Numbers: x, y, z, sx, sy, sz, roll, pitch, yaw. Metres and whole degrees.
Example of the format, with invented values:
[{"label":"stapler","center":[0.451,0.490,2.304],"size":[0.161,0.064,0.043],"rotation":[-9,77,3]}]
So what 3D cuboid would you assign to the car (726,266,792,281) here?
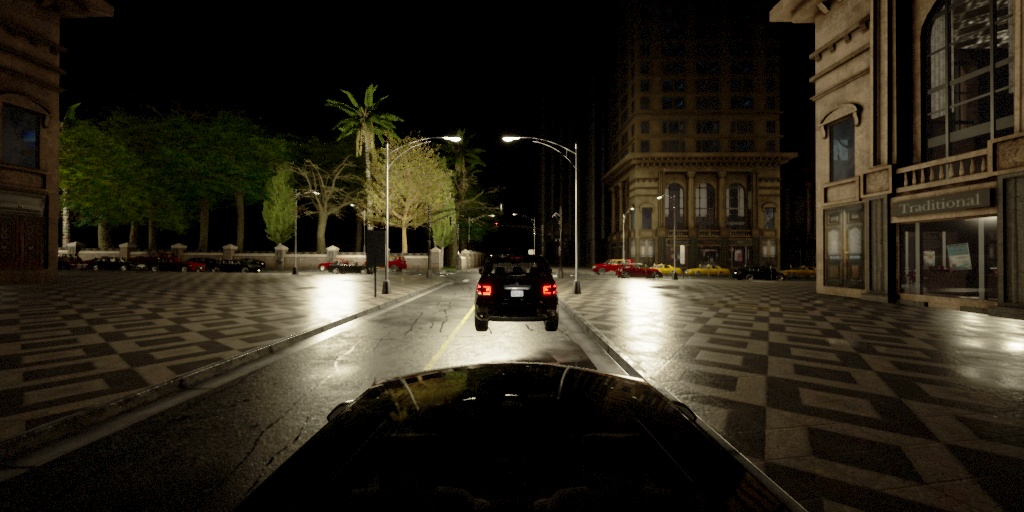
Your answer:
[{"label":"car","center":[22.976,1.658,33.505],"size":[4.313,1.339,1.948],"rotation":[0,0,0]}]

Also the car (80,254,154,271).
[{"label":"car","center":[-37.037,0.778,33.764],"size":[4.403,1.370,2.007],"rotation":[0,0,0]}]

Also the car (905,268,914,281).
[{"label":"car","center":[34.055,1.800,33.457],"size":[4.313,1.339,1.948],"rotation":[0,0,0]}]

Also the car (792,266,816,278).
[{"label":"car","center":[33.914,1.809,41.983],"size":[4.829,1.417,1.751],"rotation":[0,0,0]}]

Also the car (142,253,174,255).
[{"label":"car","center":[-42.535,0.504,42.313],"size":[5.009,1.841,2.192],"rotation":[0,0,0]}]

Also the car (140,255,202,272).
[{"label":"car","center":[-31.514,0.857,33.740],"size":[4.507,1.381,1.888],"rotation":[0,0,0]}]

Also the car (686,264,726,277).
[{"label":"car","center":[22.833,1.667,42.031],"size":[4.829,1.417,1.751],"rotation":[0,0,0]}]

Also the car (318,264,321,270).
[{"label":"car","center":[-20.440,1.073,42.218],"size":[4.507,1.381,1.888],"rotation":[0,0,0]}]

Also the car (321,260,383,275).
[{"label":"car","center":[-14.941,1.111,33.669],"size":[4.403,1.370,2.007],"rotation":[0,0,0]}]

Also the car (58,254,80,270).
[{"label":"car","center":[-42.561,0.722,33.788],"size":[4.207,1.307,1.802],"rotation":[0,0,0]}]

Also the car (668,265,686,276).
[{"label":"car","center":[17.293,1.593,42.055],"size":[4.829,1.417,1.751],"rotation":[0,0,0]}]

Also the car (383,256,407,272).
[{"label":"car","center":[-14.916,0.924,42.194],"size":[5.009,1.841,2.192],"rotation":[0,0,0]}]

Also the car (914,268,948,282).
[{"label":"car","center":[39.596,1.886,33.433],"size":[4.207,1.307,1.802],"rotation":[0,0,0]}]

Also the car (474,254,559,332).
[{"label":"car","center":[0.115,0.973,11.061],"size":[2.150,2.045,5.566],"rotation":[0,0,0]}]

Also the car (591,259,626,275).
[{"label":"car","center":[11.922,1.307,42.078],"size":[5.009,1.841,2.192],"rotation":[0,0,0]}]

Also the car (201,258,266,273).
[{"label":"car","center":[-25.989,0.962,33.716],"size":[4.313,1.339,1.948],"rotation":[0,0,0]}]

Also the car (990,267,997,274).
[{"label":"car","center":[45.137,1.811,33.409],"size":[4.097,1.591,1.967],"rotation":[0,0,0]}]

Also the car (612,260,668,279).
[{"label":"car","center":[11.896,1.383,33.553],"size":[4.097,1.591,1.967],"rotation":[0,0,0]}]
